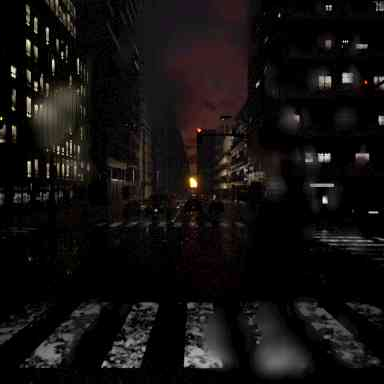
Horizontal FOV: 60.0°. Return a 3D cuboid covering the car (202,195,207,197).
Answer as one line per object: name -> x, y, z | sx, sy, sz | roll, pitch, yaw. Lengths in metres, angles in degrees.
car -> 2.806, 1.422, 72.521 | 1.967, 1.590, 4.097 | -1, 0, 0

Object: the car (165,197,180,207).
car -> -2.995, 1.534, 52.108 | 2.033, 1.411, 5.357 | 0, 0, 0

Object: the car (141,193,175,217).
car -> -3.048, 1.212, 31.085 | 2.150, 2.045, 5.566 | 0, 0, 0

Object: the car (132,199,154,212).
car -> -5.635, 1.555, 38.608 | 1.947, 1.339, 4.313 | -1, 0, 0

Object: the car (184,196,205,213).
car -> 0.156, 1.467, 37.415 | 1.882, 1.535, 5.008 | 0, 0, 0

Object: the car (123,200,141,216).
car -> -5.646, 1.516, 32.784 | 1.752, 1.417, 4.829 | -1, 0, 0

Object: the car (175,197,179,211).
car -> -3.021, 1.210, 41.564 | 2.150, 2.045, 5.566 | 0, 0, 0

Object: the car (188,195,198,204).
car -> 0.214, 1.461, 63.013 | 1.882, 1.535, 5.008 | 0, 0, 0

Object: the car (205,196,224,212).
car -> 2.745, 1.540, 38.593 | 2.008, 1.369, 4.403 | -1, 0, 0

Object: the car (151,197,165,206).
car -> -5.604, 1.530, 55.572 | 1.887, 1.381, 4.507 | -1, 0, 0

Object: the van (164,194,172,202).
van -> -5.566, 1.322, 78.191 | 1.690, 1.788, 3.998 | -1, 0, 0
